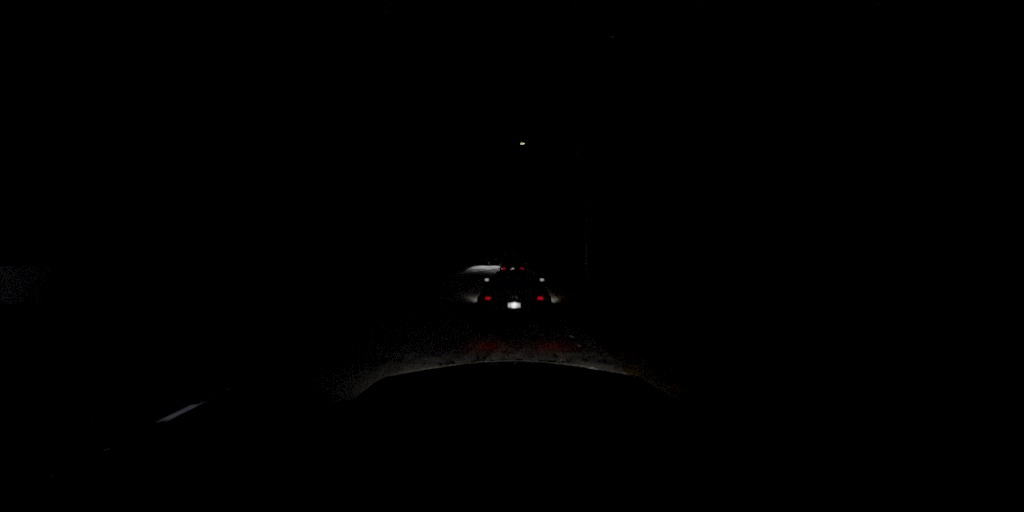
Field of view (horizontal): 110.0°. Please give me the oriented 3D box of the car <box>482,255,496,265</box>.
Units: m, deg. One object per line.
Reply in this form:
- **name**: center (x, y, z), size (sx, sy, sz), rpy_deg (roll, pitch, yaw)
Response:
- **car**: center (-2.802, 0.484, 46.033), size (1.895, 1.301, 4.718), rpy_deg (0, 1, 0)

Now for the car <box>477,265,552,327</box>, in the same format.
- **car**: center (0.069, 1.138, 10.803), size (1.994, 1.385, 4.181), rpy_deg (0, 1, 0)

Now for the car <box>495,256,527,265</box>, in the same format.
- **car**: center (0.081, 0.824, 26.161), size (2.033, 1.411, 5.357), rpy_deg (0, 1, 0)
